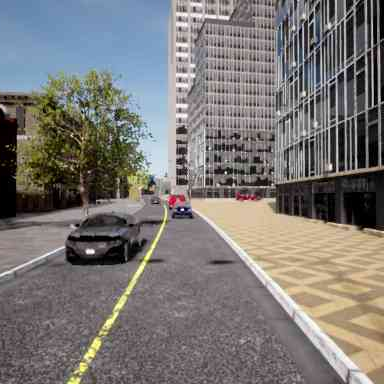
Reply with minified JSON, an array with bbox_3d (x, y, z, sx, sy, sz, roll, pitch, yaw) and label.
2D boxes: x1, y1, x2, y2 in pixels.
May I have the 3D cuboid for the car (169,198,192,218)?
[{"bbox_3d":[-0.965,1.555,30.547,2.033,1.411,5.357,0,0,-4],"label":"car"}]

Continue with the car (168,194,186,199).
[{"bbox_3d":[-1.881,1.230,42.456,2.150,2.045,5.566,0,0,-5],"label":"car"}]

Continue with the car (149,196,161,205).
[{"bbox_3d":[-6.647,1.511,60.456,1.837,1.490,4.892,0,0,-7],"label":"car"}]

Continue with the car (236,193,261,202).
[{"bbox_3d":[11.589,1.213,68.747,5.009,1.841,2.192,0,-1,13],"label":"car"}]

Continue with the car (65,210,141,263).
[{"bbox_3d":[-3.069,1.480,12.280,1.882,1.535,5.008,0,0,-2],"label":"car"}]
